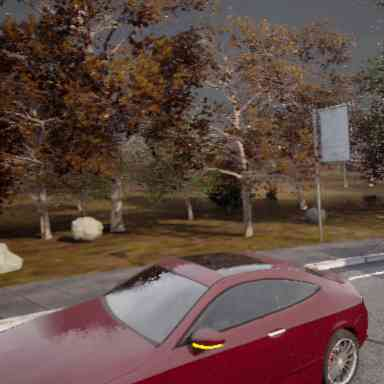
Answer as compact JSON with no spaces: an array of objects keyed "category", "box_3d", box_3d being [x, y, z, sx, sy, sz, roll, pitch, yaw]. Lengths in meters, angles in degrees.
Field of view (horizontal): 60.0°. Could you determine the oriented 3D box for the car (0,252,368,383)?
[{"category":"car","box_3d":[0.097,1.487,3.709,4.674,1.442,1.812,0,1,-33]}]
